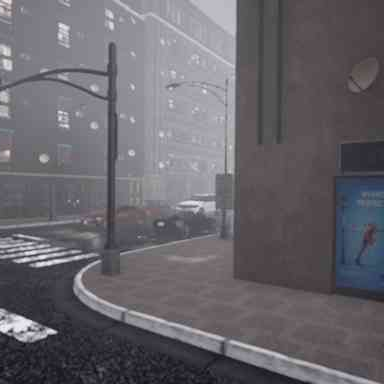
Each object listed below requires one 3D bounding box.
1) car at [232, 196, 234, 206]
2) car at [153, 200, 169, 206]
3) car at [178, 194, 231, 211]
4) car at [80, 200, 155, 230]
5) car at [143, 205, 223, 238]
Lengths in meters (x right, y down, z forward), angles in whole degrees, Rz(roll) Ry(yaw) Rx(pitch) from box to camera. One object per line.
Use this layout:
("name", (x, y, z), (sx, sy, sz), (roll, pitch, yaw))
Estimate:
("car", (2.877, 1.222, 36.147), (2.192, 1.841, 5.009), (1, 1, 35))
("car", (-3.546, 1.361, 27.001), (1.967, 1.590, 4.097), (1, 1, 35))
("car", (0.921, 1.170, 29.073), (2.150, 2.045, 5.566), (1, 1, 35))
("car", (-4.757, 1.486, 20.992), (1.812, 1.442, 4.674), (1, 1, 35))
("car", (-0.310, 1.598, 17.902), (1.947, 1.339, 4.313), (1, 1, 35))
